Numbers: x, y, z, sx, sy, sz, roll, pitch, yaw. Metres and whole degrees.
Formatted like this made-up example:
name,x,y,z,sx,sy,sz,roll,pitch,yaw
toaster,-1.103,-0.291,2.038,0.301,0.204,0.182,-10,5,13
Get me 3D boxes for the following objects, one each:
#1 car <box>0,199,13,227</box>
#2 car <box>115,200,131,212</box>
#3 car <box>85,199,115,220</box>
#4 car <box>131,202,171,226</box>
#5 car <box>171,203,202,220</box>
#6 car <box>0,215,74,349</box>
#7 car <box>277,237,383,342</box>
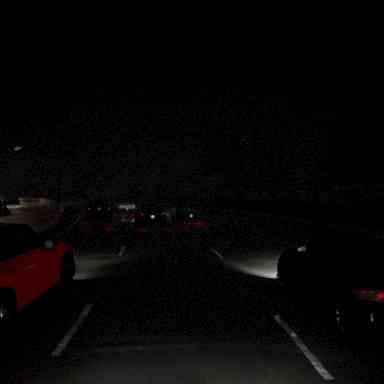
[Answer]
name,x,y,z,sx,sy,sz,roll,pitch,yaw
car,-13.647,1.390,22.058,2.097,1.767,4.553,0,0,-14
car,-8.070,1.625,39.195,1.895,1.301,4.718,0,0,-22
car,-7.975,1.375,28.440,2.097,1.767,4.553,0,0,-17
car,-3.017,1.573,23.553,1.994,1.385,4.181,0,0,-13
car,-0.649,1.604,28.477,1.895,1.301,4.718,0,0,-15
car,-3.831,1.363,6.292,2.097,1.767,4.553,0,0,-3
car,3.153,1.556,6.504,1.994,1.385,4.181,0,0,-3
